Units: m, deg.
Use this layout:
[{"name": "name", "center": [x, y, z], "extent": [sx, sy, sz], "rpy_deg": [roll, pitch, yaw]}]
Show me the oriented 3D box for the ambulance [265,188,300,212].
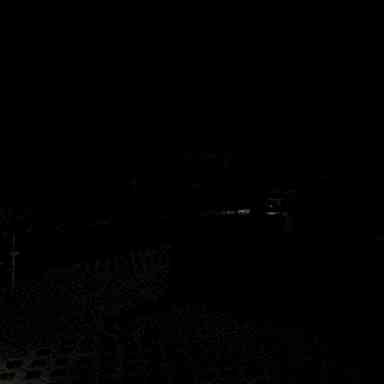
[{"name": "ambulance", "center": [10.193, 0.814, 37.641], "extent": [2.351, 2.431, 6.366], "rpy_deg": [2, 2, 35]}]
